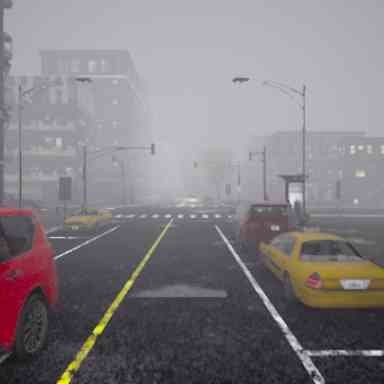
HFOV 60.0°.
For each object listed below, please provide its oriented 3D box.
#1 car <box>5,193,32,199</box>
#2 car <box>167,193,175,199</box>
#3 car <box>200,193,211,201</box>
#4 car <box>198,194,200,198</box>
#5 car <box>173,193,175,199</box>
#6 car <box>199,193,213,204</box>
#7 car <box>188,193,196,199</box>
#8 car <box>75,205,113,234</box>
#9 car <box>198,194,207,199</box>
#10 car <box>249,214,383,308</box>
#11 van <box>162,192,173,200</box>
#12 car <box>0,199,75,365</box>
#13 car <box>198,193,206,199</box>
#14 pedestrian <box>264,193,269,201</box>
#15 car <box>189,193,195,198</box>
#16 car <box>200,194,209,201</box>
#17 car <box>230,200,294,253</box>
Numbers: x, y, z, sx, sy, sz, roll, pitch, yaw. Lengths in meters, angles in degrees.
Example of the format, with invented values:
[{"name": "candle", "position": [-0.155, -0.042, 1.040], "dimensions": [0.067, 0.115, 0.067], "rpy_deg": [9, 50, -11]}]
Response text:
[{"name": "car", "position": [-17.271, 1.058, 32.946], "dimensions": [5.009, 1.841, 2.192], "rpy_deg": [0, 0, 0]}, {"name": "car", "position": [-5.685, 1.094, 90.847], "dimensions": [1.947, 1.339, 4.313], "rpy_deg": [0, 0, 0]}, {"name": "car", "position": [2.694, 1.062, 68.056], "dimensions": [1.967, 1.590, 4.097], "rpy_deg": [0, 0, 0]}, {"name": "car", "position": [2.694, 1.088, 62.360], "dimensions": [1.967, 1.590, 4.097], "rpy_deg": [0, 0, 0]}, {"name": "car", "position": [-5.685, 1.155, 79.453], "dimensions": [1.802, 1.307, 4.206], "rpy_deg": [0, 0, 0]}, {"name": "car", "position": [2.694, 1.225, 56.663], "dimensions": [2.008, 1.369, 4.403], "rpy_deg": [0, 0, 0]}, {"name": "car", "position": [0.007, 1.025, 83.435], "dimensions": [1.882, 1.535, 5.008], "rpy_deg": [0, 0, 0]}, {"name": "car", "position": [-5.690, 1.409, 18.544], "dimensions": [1.752, 1.417, 4.829], "rpy_deg": [0, 0, 0]}, {"name": "car", "position": [2.696, 1.101, 85.147], "dimensions": [2.008, 1.369, 4.403], "rpy_deg": [0, 0, 0]}, {"name": "car", "position": [2.691, 1.476, 7.803], "dimensions": [1.752, 1.417, 4.829], "rpy_deg": [0, 0, 0]}, {"name": "van", "position": [-5.686, 0.938, 73.755], "dimensions": [1.690, 1.788, 3.998], "rpy_deg": [0, 0, 0]}, {"name": "car", "position": [-3.100, 1.203, 2.842], "dimensions": [2.150, 2.045, 5.566], "rpy_deg": [0, 0, 0]}, {"name": "car", "position": [2.696, 0.969, 90.843], "dimensions": [1.967, 1.590, 4.097], "rpy_deg": [0, 0, 0]}, {"name": "pedestrian", "position": [6.137, 0.968, 27.714], "dimensions": [0.375, 1.860, 0.375], "rpy_deg": [0, 0, 0]}, {"name": "car", "position": [0.008, 0.954, 93.852], "dimensions": [1.812, 1.442, 4.674], "rpy_deg": [0, 0, 0]}, {"name": "car", "position": [2.695, 1.178, 73.754], "dimensions": [1.802, 1.307, 4.206], "rpy_deg": [0, 0, 0]}, {"name": "car", "position": [2.691, 1.232, 13.171], "dimensions": [2.192, 1.841, 5.009], "rpy_deg": [0, 0, 0]}]
